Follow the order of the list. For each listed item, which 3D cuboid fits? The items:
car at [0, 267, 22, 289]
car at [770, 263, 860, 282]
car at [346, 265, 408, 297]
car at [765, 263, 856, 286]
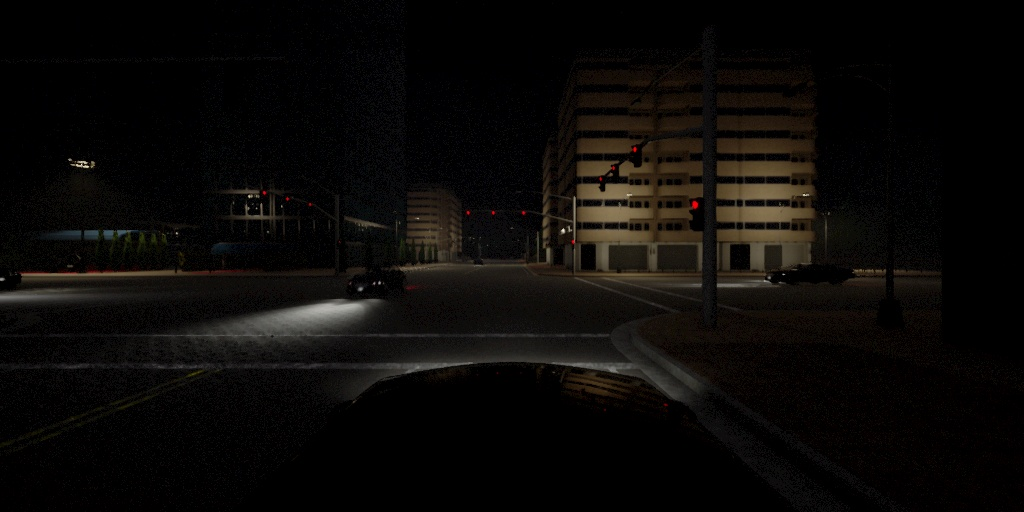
[{"bbox_3d":[-31.679,0.959,20.328,5.566,2.045,2.150,0,0,-1],"label":"car"},{"bbox_3d":[23.624,1.281,28.085,5.357,1.411,2.033,0,0,-1],"label":"car"},{"bbox_3d":[-7.005,1.264,19.030,2.128,1.511,4.902,0,0,0],"label":"car"},{"bbox_3d":[20.071,1.227,24.551,4.902,1.511,2.128,0,0,-1],"label":"car"}]
